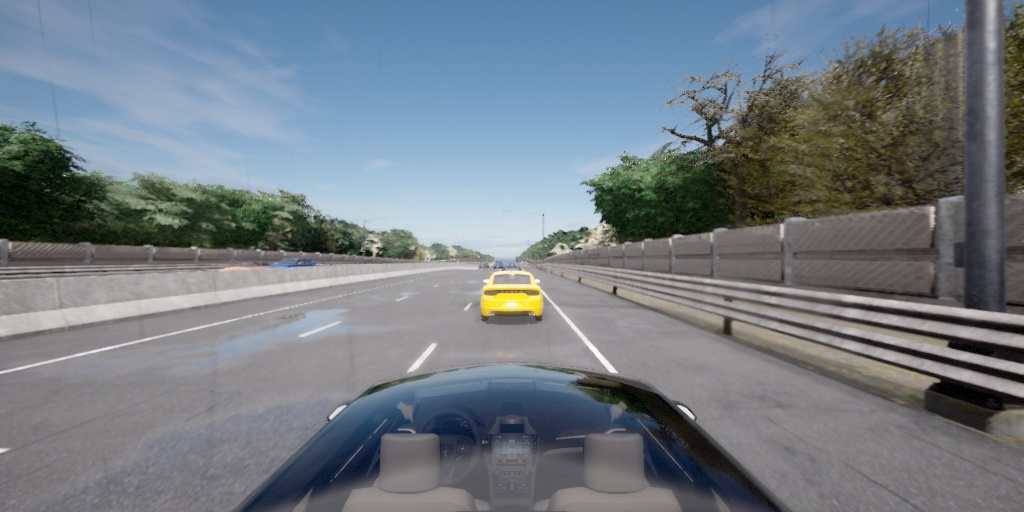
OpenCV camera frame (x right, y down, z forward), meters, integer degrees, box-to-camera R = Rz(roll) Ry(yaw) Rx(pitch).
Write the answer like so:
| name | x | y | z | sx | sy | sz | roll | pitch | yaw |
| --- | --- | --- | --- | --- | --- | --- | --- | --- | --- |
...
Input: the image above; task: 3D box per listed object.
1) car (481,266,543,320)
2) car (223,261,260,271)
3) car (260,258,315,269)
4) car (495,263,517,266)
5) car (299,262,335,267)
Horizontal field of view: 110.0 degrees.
| name | x | y | z | sx | sy | sz | roll | pitch | yaw |
| --- | --- | --- | --- | --- | --- | --- | --- | --- | --- |
| car | 0.000 | 1.258 | 12.674 | 1.882 | 1.535 | 5.008 | 0 | 0 | 0 |
| car | -24.522 | 1.283 | 33.415 | 2.097 | 1.767 | 4.553 | 0 | -1 | 0 |
| car | -21.010 | 1.171 | 34.494 | 2.150 | 2.045 | 5.566 | 0 | -1 | 0 |
| car | 0.002 | 1.422 | 26.123 | 1.994 | 1.385 | 4.181 | 0 | -1 | 0 |
| car | -17.519 | 1.500 | 33.691 | 1.994 | 1.385 | 4.181 | 0 | -1 | 0 |
